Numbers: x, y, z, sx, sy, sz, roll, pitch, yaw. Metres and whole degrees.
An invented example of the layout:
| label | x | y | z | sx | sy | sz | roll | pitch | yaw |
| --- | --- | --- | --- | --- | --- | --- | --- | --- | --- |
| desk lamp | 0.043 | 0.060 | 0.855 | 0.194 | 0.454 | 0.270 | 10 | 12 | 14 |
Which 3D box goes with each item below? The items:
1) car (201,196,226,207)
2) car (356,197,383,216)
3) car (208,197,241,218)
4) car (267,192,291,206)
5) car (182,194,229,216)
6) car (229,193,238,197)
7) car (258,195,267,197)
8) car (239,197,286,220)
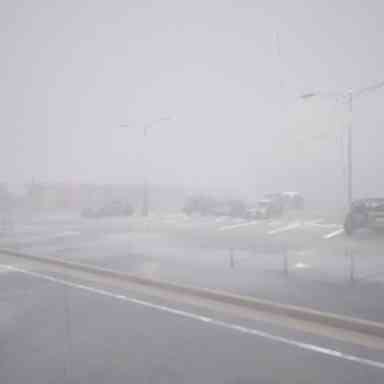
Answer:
| label | x | y | z | sx | sy | sz | roll | pitch | yaw |
| --- | --- | --- | --- | --- | --- | --- | --- | --- | --- |
| car | 3.073 | 1.327 | 46.947 | 1.784 | 1.438 | 3.905 | 0 | 0 | 36 |
| car | 19.177 | 1.380 | 35.438 | 1.970 | 1.475 | 3.806 | 0 | 0 | 36 |
| car | 3.339 | 1.364 | 28.210 | 1.784 | 1.438 | 3.905 | 0 | 0 | 36 |
| car | 15.579 | 1.094 | 59.460 | 1.905 | 1.878 | 3.866 | 0 | 0 | 36 |
| car | 1.129 | 1.150 | 29.731 | 1.932 | 1.855 | 4.605 | 0 | 0 | 36 |
| car | 5.390 | 1.120 | 45.207 | 1.932 | 1.855 | 4.605 | 0 | 0 | 36 |
| car | 13.232 | 1.330 | 61.156 | 1.970 | 1.475 | 3.806 | 0 | 0 | 36 |
| car | 5.692 | 1.398 | 26.523 | 1.970 | 1.475 | 3.806 | 0 | 0 | 36 |
